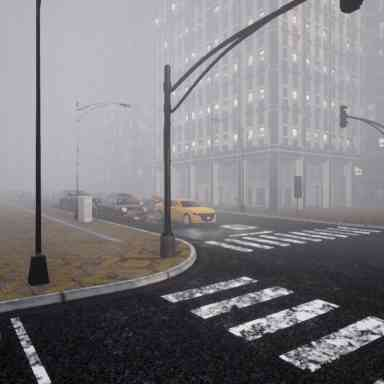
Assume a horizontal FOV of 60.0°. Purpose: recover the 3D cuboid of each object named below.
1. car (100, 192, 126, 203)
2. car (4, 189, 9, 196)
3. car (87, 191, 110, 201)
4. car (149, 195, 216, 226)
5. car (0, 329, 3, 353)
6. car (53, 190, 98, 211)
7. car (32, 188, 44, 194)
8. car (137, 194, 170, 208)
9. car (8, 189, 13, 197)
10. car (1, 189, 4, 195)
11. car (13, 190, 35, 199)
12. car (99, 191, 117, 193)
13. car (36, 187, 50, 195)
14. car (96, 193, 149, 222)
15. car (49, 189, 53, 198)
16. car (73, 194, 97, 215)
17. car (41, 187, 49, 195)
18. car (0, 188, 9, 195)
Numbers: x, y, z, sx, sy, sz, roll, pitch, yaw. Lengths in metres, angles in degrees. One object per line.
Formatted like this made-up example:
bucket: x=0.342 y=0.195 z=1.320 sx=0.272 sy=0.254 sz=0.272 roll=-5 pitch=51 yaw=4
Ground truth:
car: x=-10.849 y=0.707 z=45.468 sx=1.752 sy=1.417 sz=4.829 roll=1 pitch=0 yaw=-36
car: x=-33.741 y=0.208 z=63.070 sx=1.887 sy=1.381 sz=4.507 roll=1 pitch=0 yaw=-36
car: x=-13.995 y=0.644 z=49.865 sx=1.947 sy=1.339 sz=4.313 roll=1 pitch=0 yaw=-36
car: x=-0.525 y=1.166 z=21.053 sx=1.882 sy=1.535 sz=5.008 roll=0 pitch=1 yaw=-36
car: x=-4.387 y=1.440 z=3.432 sx=4.097 sy=1.590 sz=1.967 roll=0 pitch=0 yaw=-35
car: x=-11.038 y=0.729 z=31.331 sx=2.192 sy=1.841 sz=5.009 roll=1 pitch=0 yaw=-36
car: x=-39.944 y=-0.213 z=86.151 sx=1.947 sy=1.339 sz=4.313 roll=1 pitch=0 yaw=-36
car: x=-4.264 y=0.982 z=36.257 sx=1.802 sy=1.307 sz=4.206 roll=1 pitch=0 yaw=-36
car: x=-30.498 y=0.321 z=58.536 sx=2.008 sy=1.369 sz=4.403 roll=1 pitch=0 yaw=-36
car: x=-36.983 y=0.107 z=67.604 sx=2.008 sy=1.369 sz=4.403 roll=1 pitch=0 yaw=-36
car: x=-27.256 y=0.422 z=54.002 sx=1.887 sy=1.381 sz=4.507 roll=1 pitch=0 yaw=-36
car: x=-5.934 y=0.861 z=28.618 sx=2.097 sy=1.767 sz=4.553 roll=0 pitch=1 yaw=-36
car: x=-36.695 y=-0.357 z=81.614 sx=2.192 sy=1.841 sz=5.009 roll=1 pitch=0 yaw=-36
car: x=-4.556 y=1.069 z=22.264 sx=1.967 sy=1.590 sz=4.097 roll=1 pitch=0 yaw=-36
car: x=-23.047 y=0.378 z=58.046 sx=1.812 sy=1.442 sz=4.674 roll=0 pitch=1 yaw=-36
car: x=-7.802 y=1.103 z=26.798 sx=1.802 sy=1.307 sz=4.206 roll=1 pitch=0 yaw=-36
car: x=-33.457 y=-0.020 z=77.079 sx=1.887 sy=1.381 sz=4.507 roll=1 pitch=0 yaw=-36
car: x=-43.468 y=-0.113 z=76.672 sx=1.887 sy=1.381 sz=4.507 roll=1 pitch=0 yaw=-36
